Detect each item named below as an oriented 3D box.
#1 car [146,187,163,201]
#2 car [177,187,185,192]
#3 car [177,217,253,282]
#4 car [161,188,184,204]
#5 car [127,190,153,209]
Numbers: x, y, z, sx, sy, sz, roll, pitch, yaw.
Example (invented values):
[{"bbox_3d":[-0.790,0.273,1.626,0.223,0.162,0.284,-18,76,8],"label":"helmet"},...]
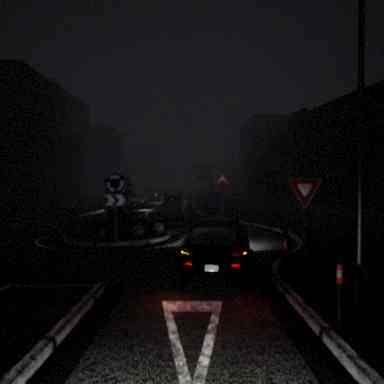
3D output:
[{"bbox_3d":[-5.455,0.289,44.642,2.097,1.767,4.553,0,2,0],"label":"car"},{"bbox_3d":[-2.481,-0.565,74.111,1.895,1.301,4.718,0,2,0],"label":"car"},{"bbox_3d":[0.756,1.450,9.580,1.812,1.442,4.674,0,1,8],"label":"car"},{"bbox_3d":[-2.221,0.593,38.871,1.882,1.535,5.008,0,1,-1],"label":"car"},{"bbox_3d":[-5.453,0.855,33.774,1.812,1.442,4.674,0,2,0],"label":"car"}]
